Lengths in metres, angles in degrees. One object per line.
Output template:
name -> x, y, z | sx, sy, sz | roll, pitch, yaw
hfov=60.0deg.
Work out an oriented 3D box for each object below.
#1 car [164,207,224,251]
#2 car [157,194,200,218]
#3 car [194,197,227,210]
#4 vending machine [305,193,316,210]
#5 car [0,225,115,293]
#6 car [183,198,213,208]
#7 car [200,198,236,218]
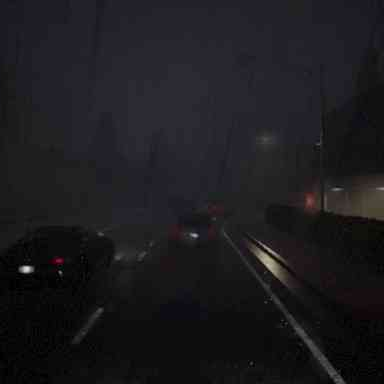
car -> 0.106, 1.572, 14.184 | 1.994, 1.385, 4.181 | 0, 0, 1
car -> -1.298, 1.237, 30.093 | 2.150, 2.045, 5.566 | 0, 0, 17
car -> 2.547, 1.515, 45.341 | 2.128, 1.511, 4.902 | 0, 0, 38
vending machine -> 15.322, 1.217, 42.898 | 0.880, 2.100, 1.100 | 0, 0, -44
car -> -3.424, 1.569, 8.885 | 1.994, 1.385, 4.181 | 0, 0, 0
car -> 0.996, 1.625, 49.131 | 1.895, 1.301, 4.718 | 0, 0, 39
car -> 2.660, 1.367, 30.602 | 2.097, 1.767, 4.553 | 0, 0, 18
